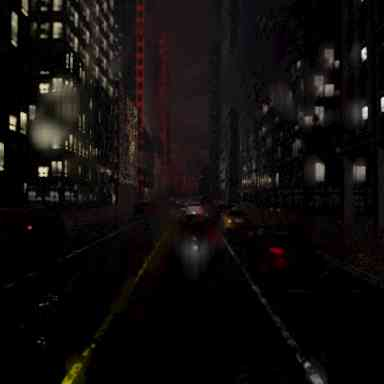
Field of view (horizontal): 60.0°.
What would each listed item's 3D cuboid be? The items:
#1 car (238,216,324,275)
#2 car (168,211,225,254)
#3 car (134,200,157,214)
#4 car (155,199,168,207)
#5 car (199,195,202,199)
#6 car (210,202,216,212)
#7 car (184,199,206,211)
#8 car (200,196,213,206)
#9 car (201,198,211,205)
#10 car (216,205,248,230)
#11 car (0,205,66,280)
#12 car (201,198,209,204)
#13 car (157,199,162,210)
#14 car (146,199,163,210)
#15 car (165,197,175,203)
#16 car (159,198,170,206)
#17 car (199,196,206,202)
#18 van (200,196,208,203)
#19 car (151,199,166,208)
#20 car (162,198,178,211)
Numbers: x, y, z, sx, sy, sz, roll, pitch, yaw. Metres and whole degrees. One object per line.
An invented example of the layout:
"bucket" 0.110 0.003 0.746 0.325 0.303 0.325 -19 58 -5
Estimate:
"car" 2.732 1.651 10.415 1.802 1.307 4.206 1 0 0
"car" 0.121 1.690 13.774 1.895 1.301 4.718 0 0 0
"car" -5.556 1.787 38.255 1.887 1.381 4.507 1 0 0
"car" -5.484 1.952 60.556 1.947 1.339 4.313 1 0 0
"car" 2.920 1.743 66.189 2.192 1.841 5.009 1 0 0
"car" 2.788 1.742 27.147 1.947 1.339 4.313 1 0 0
"car" 0.196 1.739 33.155 1.812 1.442 4.674 0 0 0
"car" 2.897 1.937 60.610 1.887 1.381 4.507 1 0 0
"car" 2.933 2.030 71.764 1.947 1.339 4.313 1 0 0
"car" 2.771 1.667 21.741 1.752 1.417 4.829 1 0 0
"car" -5.642 1.379 10.382 2.192 1.841 5.009 1 0 0
"car" 2.951 2.083 77.341 1.802 1.307 4.206 1 0 0
"car" -5.538 1.829 43.831 2.008 1.369 4.403 1 0 0
"car" -5.520 1.859 49.406 1.887 1.381 4.507 1 0 0
"car" -5.411 2.082 82.855 2.008 1.369 4.403 1 0 0
"car" -5.465 1.967 66.131 1.887 1.381 4.507 1 0 0
"car" 3.008 2.050 94.072 1.967 1.590 4.097 1 0 0
"van" 2.974 1.878 82.919 1.690 1.788 3.998 1 0 0
"car" -5.502 1.901 54.981 2.008 1.369 4.403 1 0 0
"car" -2.950 1.838 45.561 2.033 1.411 5.357 0 0 0
